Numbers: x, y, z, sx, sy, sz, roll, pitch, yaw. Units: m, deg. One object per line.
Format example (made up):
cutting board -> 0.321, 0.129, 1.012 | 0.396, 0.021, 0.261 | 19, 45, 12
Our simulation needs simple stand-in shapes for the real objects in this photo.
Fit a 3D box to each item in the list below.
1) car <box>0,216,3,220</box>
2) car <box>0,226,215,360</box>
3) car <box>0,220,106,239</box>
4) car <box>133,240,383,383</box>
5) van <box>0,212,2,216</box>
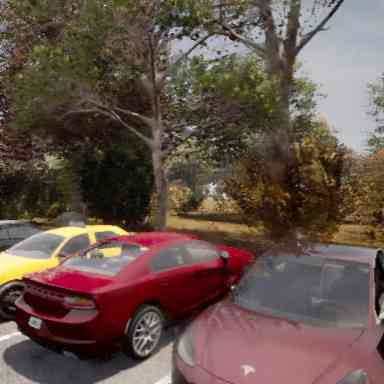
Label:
car -> -5.068, 1.535, 9.425 | 2.002, 1.452, 4.674 | 0, 0, 36
car -> -0.534, 1.486, 6.188 | 2.097, 1.535, 5.008 | 0, 0, 35
car -> -2.907, 1.488, 7.659 | 1.946, 1.575, 5.366 | 0, 0, 36
car -> 1.720, 1.512, 4.552 | 2.163, 1.488, 4.792 | 0, 0, 35
van -> -9.534, 1.278, 12.760 | 1.878, 1.987, 4.442 | 0, 0, 36
